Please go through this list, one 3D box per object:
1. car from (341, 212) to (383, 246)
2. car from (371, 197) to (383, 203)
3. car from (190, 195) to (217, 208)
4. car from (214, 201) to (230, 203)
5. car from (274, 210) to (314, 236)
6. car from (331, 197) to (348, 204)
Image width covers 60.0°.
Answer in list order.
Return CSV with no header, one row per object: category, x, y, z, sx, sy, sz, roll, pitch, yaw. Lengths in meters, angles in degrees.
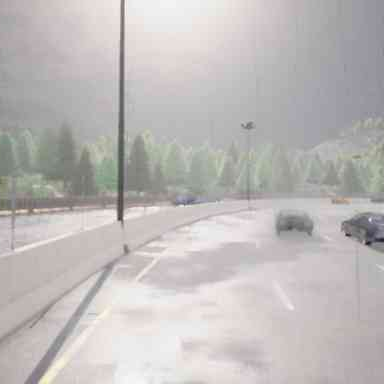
car,8.539,1.638,15.547,2.033,1.411,5.357,1,0,10
car,46.038,1.914,81.752,4.902,1.511,2.128,1,0,-29
car,1.754,1.381,49.249,2.097,1.767,4.553,1,0,28
car,4.923,1.586,47.777,1.812,1.442,4.674,1,0,28
car,5.696,1.663,19.098,1.895,1.301,4.718,1,0,12
car,32.498,1.825,73.327,5.008,1.535,1.882,1,0,-41
